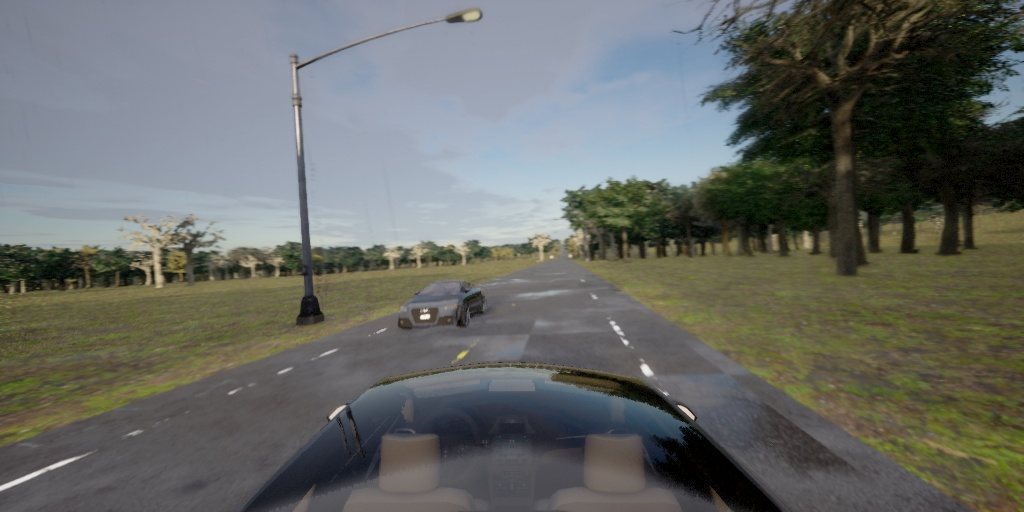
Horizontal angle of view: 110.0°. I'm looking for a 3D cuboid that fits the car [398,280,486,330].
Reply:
[{"bbox_3d":[-2.202,1.536,12.182,1.994,1.385,4.181,-4,0,8],"label":"car"}]
